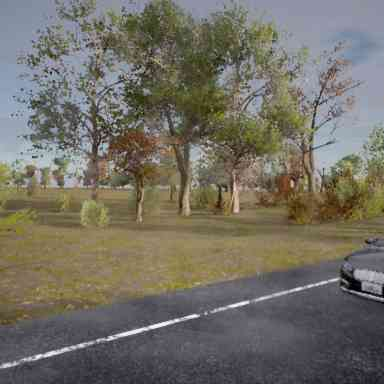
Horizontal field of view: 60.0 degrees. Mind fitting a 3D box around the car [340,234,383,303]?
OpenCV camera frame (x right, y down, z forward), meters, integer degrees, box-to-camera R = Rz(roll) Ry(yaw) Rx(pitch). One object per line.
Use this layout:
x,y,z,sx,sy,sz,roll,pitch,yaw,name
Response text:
5.314,1.494,7.483,4.902,1.511,2.128,0,0,-34,car
